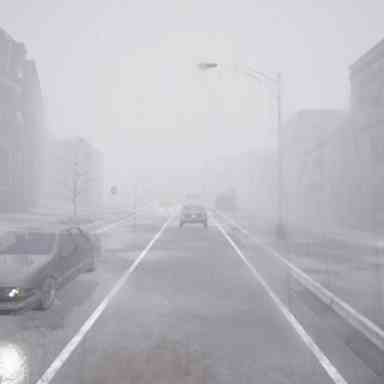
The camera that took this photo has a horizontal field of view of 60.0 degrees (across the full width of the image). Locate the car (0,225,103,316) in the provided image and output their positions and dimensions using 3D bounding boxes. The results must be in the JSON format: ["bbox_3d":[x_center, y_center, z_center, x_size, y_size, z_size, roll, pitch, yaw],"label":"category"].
[{"bbox_3d":[-3.603,1.531,7.935,2.033,1.411,5.357,0,0,0],"label":"car"}]

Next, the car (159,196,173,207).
[{"bbox_3d":[-3.789,1.379,48.841,1.882,1.535,5.008,0,0,-2],"label":"car"}]

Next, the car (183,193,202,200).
[{"bbox_3d":[0.068,1.141,41.429,2.150,2.045,5.566,0,0,0],"label":"car"}]

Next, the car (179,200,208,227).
[{"bbox_3d":[0.094,1.503,22.401,2.033,1.411,5.357,0,0,0],"label":"car"}]
